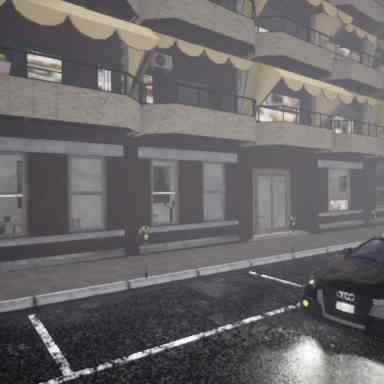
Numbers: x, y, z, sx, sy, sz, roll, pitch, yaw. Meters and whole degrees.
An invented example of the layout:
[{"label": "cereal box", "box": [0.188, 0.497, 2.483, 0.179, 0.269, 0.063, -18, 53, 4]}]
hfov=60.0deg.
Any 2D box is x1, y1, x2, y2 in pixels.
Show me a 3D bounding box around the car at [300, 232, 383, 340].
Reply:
[{"label": "car", "box": [3.942, 1.566, 6.205, 4.181, 1.385, 1.994, 0, 0, -36]}]
